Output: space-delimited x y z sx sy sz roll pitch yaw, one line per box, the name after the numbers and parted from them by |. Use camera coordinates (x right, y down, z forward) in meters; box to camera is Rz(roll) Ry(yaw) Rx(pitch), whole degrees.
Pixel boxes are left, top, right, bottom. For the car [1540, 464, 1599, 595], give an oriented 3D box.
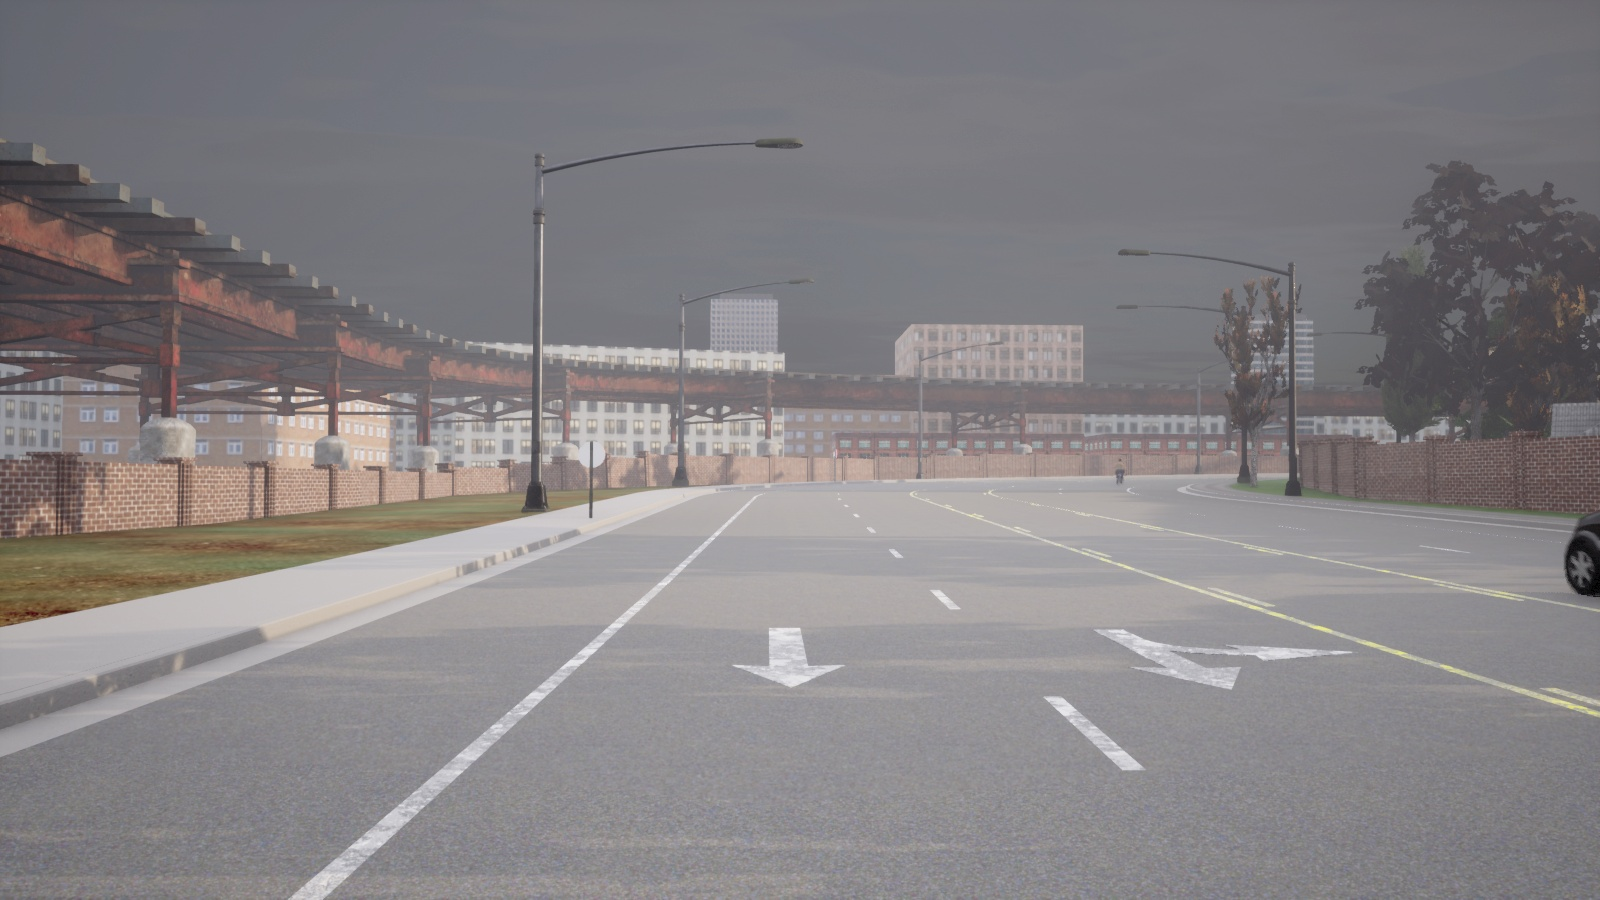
10.463 0.949 14.371 1.789 1.549 3.705 0 0 0 | car
